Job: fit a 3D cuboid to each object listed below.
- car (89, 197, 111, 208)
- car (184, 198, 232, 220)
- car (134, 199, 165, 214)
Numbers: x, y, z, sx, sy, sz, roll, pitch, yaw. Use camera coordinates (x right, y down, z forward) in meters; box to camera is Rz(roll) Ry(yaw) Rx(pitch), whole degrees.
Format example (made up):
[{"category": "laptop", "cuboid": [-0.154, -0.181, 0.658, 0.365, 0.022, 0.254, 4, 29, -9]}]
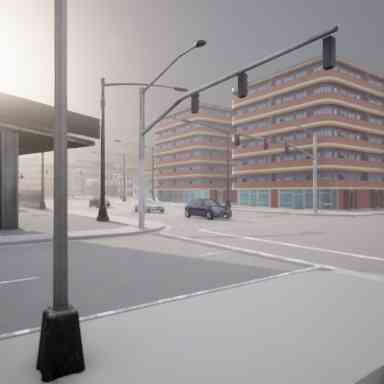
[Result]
[{"category": "car", "cuboid": [-13.412, 1.497, 48.228, 2.128, 1.511, 4.902, 0, 0, -36]}, {"category": "car", "cuboid": [1.328, 1.359, 28.383, 2.097, 1.767, 4.553, 0, 0, -37]}, {"category": "car", "cuboid": [-4.747, 1.533, 36.539, 1.812, 1.442, 4.674, 0, 0, -36]}]
